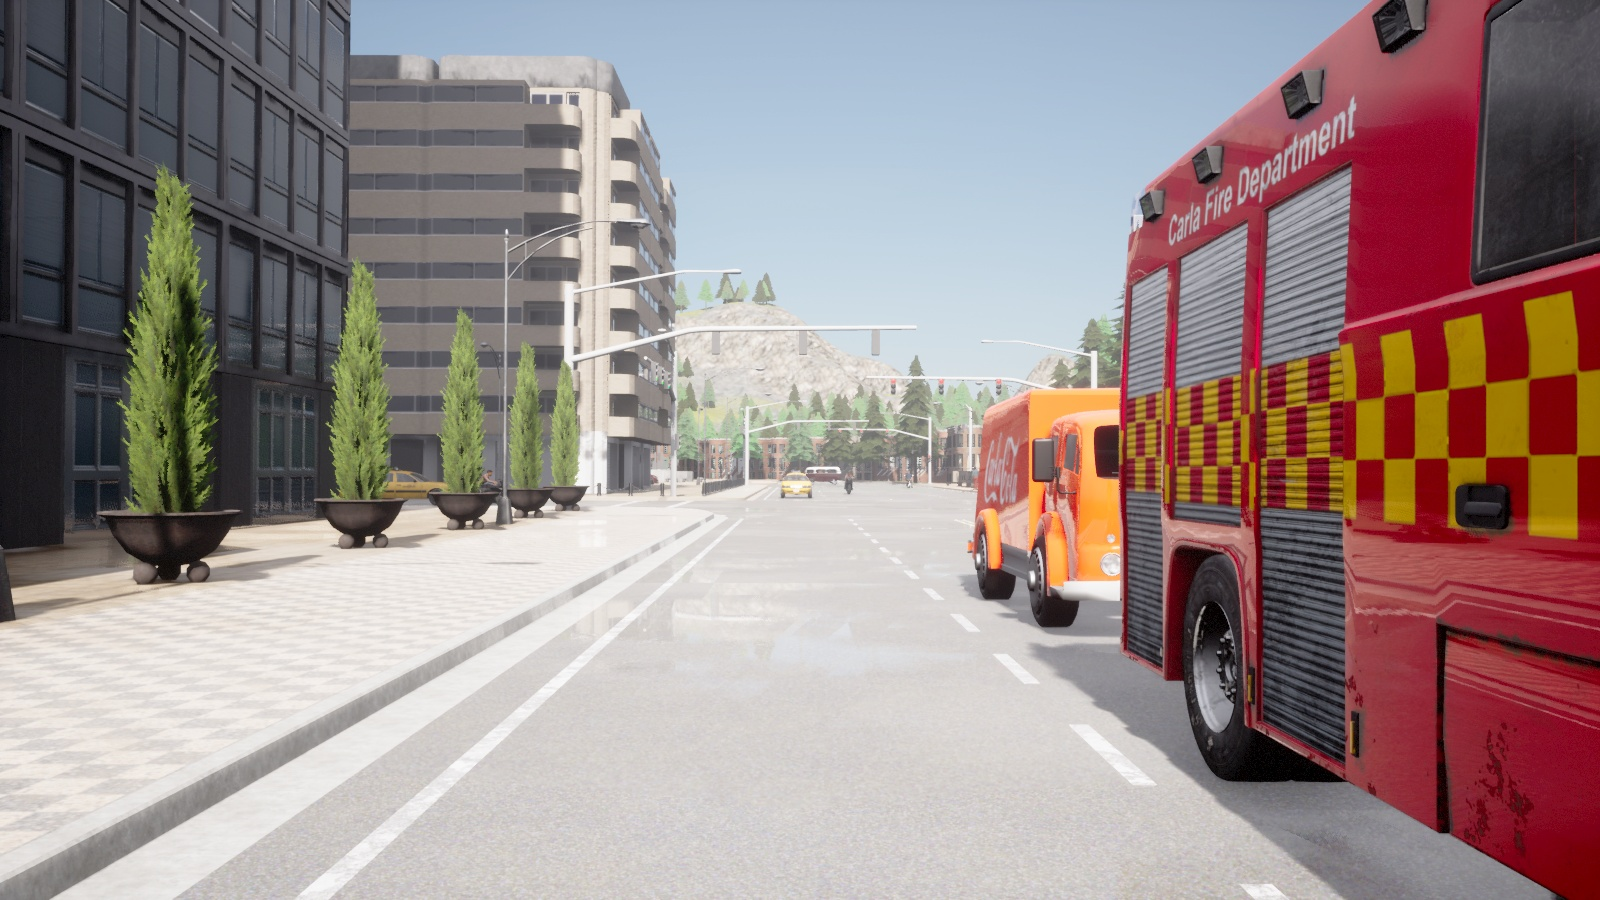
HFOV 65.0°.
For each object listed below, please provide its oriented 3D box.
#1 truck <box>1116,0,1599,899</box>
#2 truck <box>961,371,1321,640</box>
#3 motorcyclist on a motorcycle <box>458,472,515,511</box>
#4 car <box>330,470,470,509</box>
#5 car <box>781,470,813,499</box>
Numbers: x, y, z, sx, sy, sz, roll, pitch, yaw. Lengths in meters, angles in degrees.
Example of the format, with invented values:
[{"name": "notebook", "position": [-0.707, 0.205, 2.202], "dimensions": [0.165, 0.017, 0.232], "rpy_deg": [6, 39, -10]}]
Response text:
[{"name": "truck", "position": [3.485, -0.301, 3.774], "dimensions": [2.891, 3.827, 8.468], "rpy_deg": [0, -1, 0]}, {"name": "truck", "position": [3.465, 0.551, 14.149], "dimensions": [2.627, 2.467, 5.204], "rpy_deg": [0, -1, 0]}, {"name": "motorcyclist on a motorcycle", "position": [-12.417, 1.625, 49.796], "dimensions": [2.044, 1.523, 0.797], "rpy_deg": [0, -1, 0]}, {"name": "car", "position": [-16.922, 1.659, 53.309], "dimensions": [5.366, 1.575, 1.801], "rpy_deg": [0, -1, 0]}, {"name": "car", "position": [-0.191, 1.982, 73.270], "dimensions": [1.801, 1.575, 5.366], "rpy_deg": [0, -1, 0]}]
